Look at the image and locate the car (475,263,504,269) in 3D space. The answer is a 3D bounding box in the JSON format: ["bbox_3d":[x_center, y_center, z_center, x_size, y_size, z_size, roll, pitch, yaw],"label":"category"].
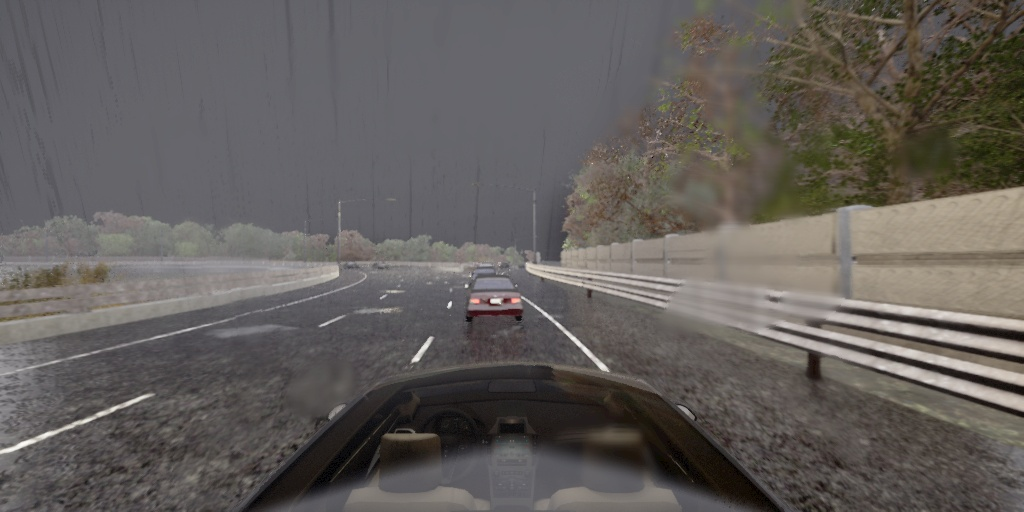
[{"bbox_3d":[-1.888,1.437,24.500,2.033,1.411,5.357,0,0,-6],"label":"car"}]

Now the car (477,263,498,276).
[{"bbox_3d":[-2.846,1.547,42.810,2.033,1.411,5.357,0,0,0],"label":"car"}]

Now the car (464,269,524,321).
[{"bbox_3d":[-0.716,1.364,12.843,2.033,1.411,5.357,0,0,-6],"label":"car"}]
